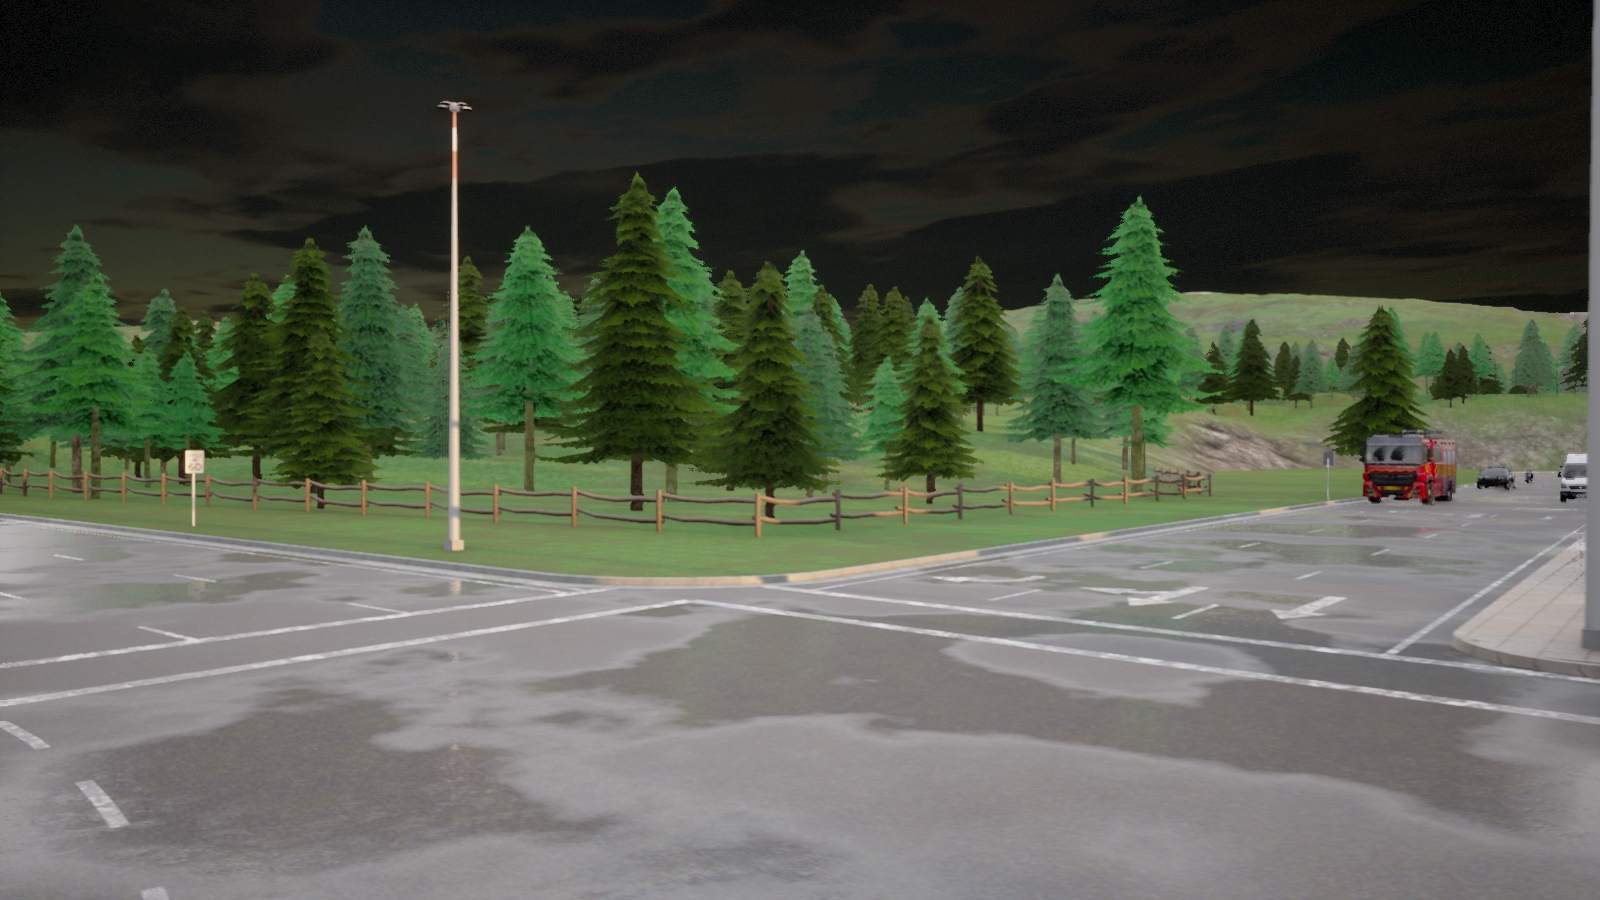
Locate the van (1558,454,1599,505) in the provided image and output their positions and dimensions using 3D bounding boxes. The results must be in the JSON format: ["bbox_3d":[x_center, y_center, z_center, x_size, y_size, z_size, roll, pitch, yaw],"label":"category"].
[{"bbox_3d":[42.267,1.531,61.381,1.988,2.561,5.915,0,0,40],"label":"van"}]

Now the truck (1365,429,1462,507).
[{"bbox_3d":[32.252,0.875,59.868,2.891,3.827,8.468,0,0,39],"label":"truck"}]
